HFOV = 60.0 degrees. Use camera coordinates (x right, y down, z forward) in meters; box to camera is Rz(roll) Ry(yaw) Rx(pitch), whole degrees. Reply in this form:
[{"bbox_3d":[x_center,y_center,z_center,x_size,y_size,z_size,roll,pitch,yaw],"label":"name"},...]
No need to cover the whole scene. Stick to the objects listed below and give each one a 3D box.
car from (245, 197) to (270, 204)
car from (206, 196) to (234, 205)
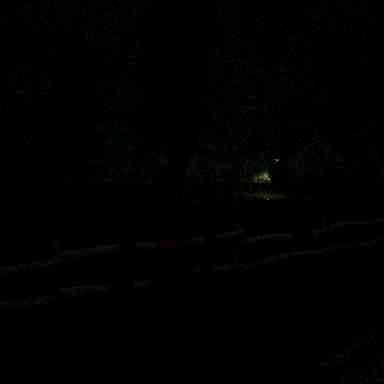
[{"bbox_3d":[11.355,1.534,57.361,4.181,1.385,1.994,0,0,24],"label":"car"},{"bbox_3d":[4.777,1.479,56.817,4.892,1.490,1.837,0,0,17],"label":"car"}]
